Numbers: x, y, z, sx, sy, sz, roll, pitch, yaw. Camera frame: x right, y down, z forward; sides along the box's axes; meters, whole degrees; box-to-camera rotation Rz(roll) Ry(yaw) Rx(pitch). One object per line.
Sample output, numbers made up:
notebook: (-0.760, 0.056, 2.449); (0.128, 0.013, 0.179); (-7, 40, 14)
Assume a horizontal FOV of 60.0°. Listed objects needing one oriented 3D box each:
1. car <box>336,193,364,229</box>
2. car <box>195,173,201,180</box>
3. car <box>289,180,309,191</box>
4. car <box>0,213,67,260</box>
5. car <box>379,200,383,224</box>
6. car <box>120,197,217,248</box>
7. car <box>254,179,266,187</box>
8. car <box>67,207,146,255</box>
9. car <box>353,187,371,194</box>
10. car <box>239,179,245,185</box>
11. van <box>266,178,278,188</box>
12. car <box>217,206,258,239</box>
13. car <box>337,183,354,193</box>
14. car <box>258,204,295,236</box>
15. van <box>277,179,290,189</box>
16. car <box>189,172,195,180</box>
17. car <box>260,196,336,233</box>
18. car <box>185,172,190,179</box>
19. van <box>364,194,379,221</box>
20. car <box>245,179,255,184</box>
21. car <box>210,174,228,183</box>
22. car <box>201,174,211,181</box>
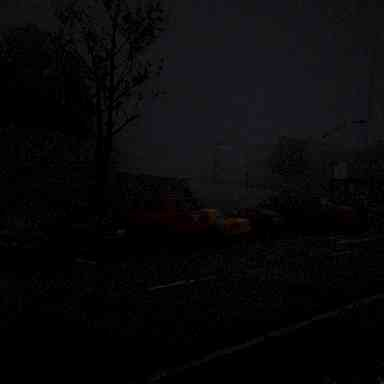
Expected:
car: (7.883, 1.267, 21.950); (5.566, 2.045, 2.435); (-1, -1, 35)
car: (3.746, -3.851, 88.324); (2.185, 1.767, 4.553); (6, 3, 34)
car: (21.017, -0.993, 63.660); (2.231, 1.521, 4.892); (7, 3, 35)
car: (-6.898, 1.493, 11.611); (4.892, 1.521, 2.231); (-1, -1, 35)
car: (12.846, 1.403, 25.347); (4.553, 1.767, 2.185); (-1, -1, 36)
car: (-2.017, 1.248, 15.079); (5.566, 2.045, 2.435); (-1, -1, 35)
car: (15.989, -1.813, 71.248); (1.946, 1.575, 5.366); (7, 3, 35)
car: (-4.470, 1.524, 13.346); (4.792, 1.488, 2.163); (-1, -1, 35)
car: (27.871, 0.135, 53.769); (2.002, 1.452, 4.674); (7, 3, 35)
car: (12.438, -2.318, 76.048); (2.002, 1.452, 4.674); (7, 3, 35)
van: (17.551, -1.765, 68.510); (1.878, 1.987, 4.442); (7, 4, 35)
car: (0.311, 1.503, 16.896); (5.366, 1.575, 1.946); (-1, -1, 35)
car: (26.192, -0.427, 56.249); (2.435, 2.045, 5.566); (7, 3, 35)
car: (2.926, 1.548, 18.511); (4.674, 1.452, 2.002); (-1, -1, 35)
van: (19.268, -1.492, 66.030); (1.878, 1.987, 4.442); (7, 4, 35)
car: (2.027, -4.086, 90.803); (2.185, 1.767, 4.553); (4, 1, 34)
car: (5.361, 1.262, 20.257); (5.566, 2.045, 2.435); (-1, -1, 35)
car: (0.267, -4.363, 93.158); (2.435, 2.045, 5.566); (1, -1, 35)
van: (10.429, 1.296, 23.608); (4.442, 1.987, 1.878); (-1, -1, 35)
car: (14.169, -2.045, 73.577); (2.002, 1.452, 4.674); (7, 4, 35)
car: (7.368, -3.177, 83.582); (1.946, 1.575, 5.366); (7, 3, 34)
car: (5.528, -3.700, 85.850); (2.435, 2.045, 5.566); (7, 4, 34)
